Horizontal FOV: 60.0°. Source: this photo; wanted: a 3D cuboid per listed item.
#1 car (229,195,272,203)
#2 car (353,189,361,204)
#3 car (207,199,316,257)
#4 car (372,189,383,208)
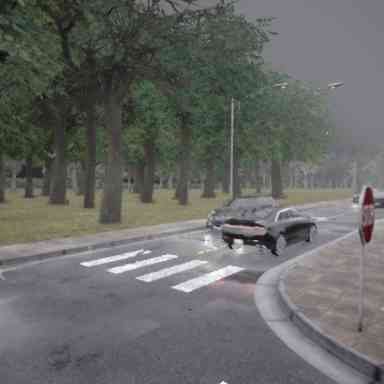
[{"bbox_3d":[2.690,0.985,16.400,2.097,1.767,4.553,1,2,39],"label":"car"},{"bbox_3d":[19.659,0.414,37.396,2.097,1.767,4.553,1,2,39],"label":"car"},{"bbox_3d":[2.940,1.240,12.013,2.128,1.511,4.902,1,2,39],"label":"car"},{"bbox_3d":[16.820,0.756,29.237,1.882,1.535,5.008,1,2,39],"label":"car"}]
